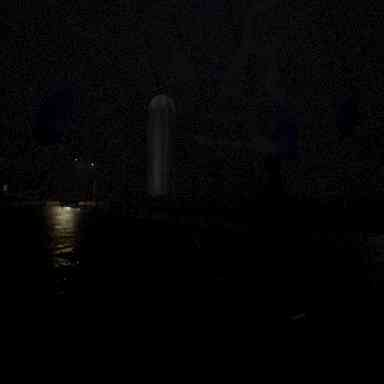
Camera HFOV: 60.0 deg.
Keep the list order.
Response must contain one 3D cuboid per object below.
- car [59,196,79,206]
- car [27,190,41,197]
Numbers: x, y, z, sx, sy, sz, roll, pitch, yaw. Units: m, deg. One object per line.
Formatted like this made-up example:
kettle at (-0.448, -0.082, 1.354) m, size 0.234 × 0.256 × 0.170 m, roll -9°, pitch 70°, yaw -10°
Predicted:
car at (-18.482, 1.330, 50.018) m, size 1.895 × 1.301 × 4.718 m, roll 2°, pitch 0°, yaw -36°
car at (-39.487, 0.486, 84.157) m, size 1.882 × 1.535 × 5.008 m, roll 2°, pitch 0°, yaw -36°
